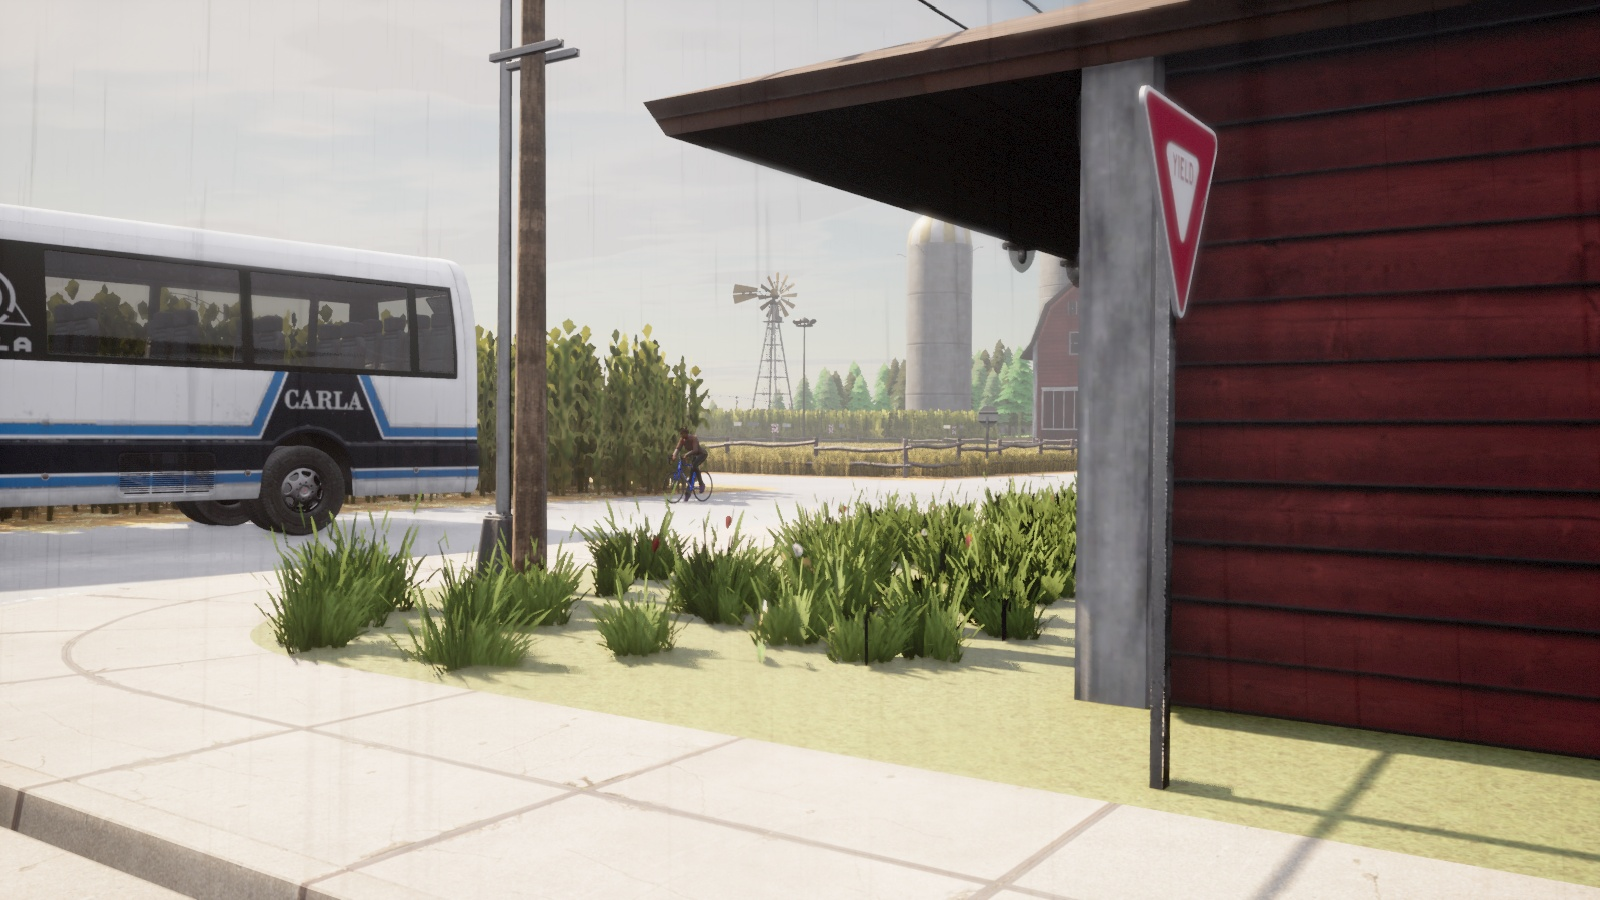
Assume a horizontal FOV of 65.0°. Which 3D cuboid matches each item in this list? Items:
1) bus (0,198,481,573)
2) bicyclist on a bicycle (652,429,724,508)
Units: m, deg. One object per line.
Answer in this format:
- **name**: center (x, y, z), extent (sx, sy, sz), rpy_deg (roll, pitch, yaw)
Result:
- **bus**: center (-9.744, -0.756, 16.508), extent (3.944, 4.253, 10.273), rpy_deg (0, 1, 41)
- **bicyclist on a bicycle**: center (-2.359, 0.368, 26.706), extent (0.582, 1.620, 1.656), rpy_deg (0, 1, 34)
